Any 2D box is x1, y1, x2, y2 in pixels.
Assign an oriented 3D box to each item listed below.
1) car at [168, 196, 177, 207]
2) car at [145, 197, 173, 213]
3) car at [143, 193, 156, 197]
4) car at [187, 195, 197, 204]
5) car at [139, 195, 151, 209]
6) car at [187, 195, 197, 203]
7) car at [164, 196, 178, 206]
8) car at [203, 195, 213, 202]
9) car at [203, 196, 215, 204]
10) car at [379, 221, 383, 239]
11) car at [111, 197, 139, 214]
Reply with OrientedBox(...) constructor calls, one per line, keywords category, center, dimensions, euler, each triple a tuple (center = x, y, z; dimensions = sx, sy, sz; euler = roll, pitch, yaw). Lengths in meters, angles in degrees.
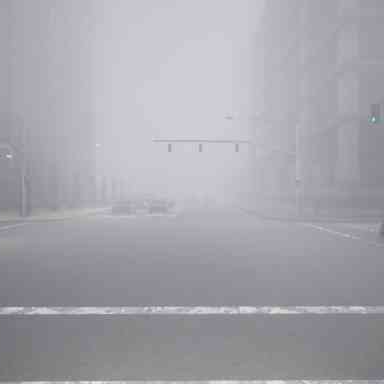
OrientedBox(category="car", center=(-3.596, 1.477, 46.708), dimensions=(1.882, 1.535, 5.008), euler=(0, 0, 0))
OrientedBox(category="car", center=(-3.598, 1.547, 37.062), dimensions=(2.033, 1.411, 5.357), euler=(0, 0, 0))
OrientedBox(category="car", center=(-7.085, 1.221, 54.661), dimensions=(2.150, 2.045, 5.566), euler=(0, 0, 0))
OrientedBox(category="car", center=(0.004, 1.491, 64.289), dimensions=(2.128, 1.511, 4.902), euler=(0, 0, 0))
OrientedBox(category="car", center=(-7.095, 1.505, 44.297), dimensions=(1.837, 1.490, 4.892), euler=(0, 0, 0))
OrientedBox(category="car", center=(0.004, 1.508, 73.676), dimensions=(2.128, 1.511, 4.902), euler=(0, 0, 0))
OrientedBox(category="car", center=(-3.580, 1.491, 57.071), dimensions=(2.128, 1.511, 4.902), euler=(0, 0, 0))
OrientedBox(category="car", center=(3.504, 1.507, 73.676), dimensions=(1.812, 1.442, 4.674), euler=(0, 0, 0))
OrientedBox(category="car", center=(3.504, 1.491, 64.601), dimensions=(2.128, 1.511, 4.902), euler=(0, 0, 0))
OrientedBox(category="car", center=(10.285, 1.508, 14.040), dimensions=(4.181, 1.385, 1.994), euler=(0, 0, 0))
OrientedBox(category="car", center=(-7.098, 1.505, 34.893), dimensions=(1.837, 1.490, 4.892), euler=(0, 0, 0))
